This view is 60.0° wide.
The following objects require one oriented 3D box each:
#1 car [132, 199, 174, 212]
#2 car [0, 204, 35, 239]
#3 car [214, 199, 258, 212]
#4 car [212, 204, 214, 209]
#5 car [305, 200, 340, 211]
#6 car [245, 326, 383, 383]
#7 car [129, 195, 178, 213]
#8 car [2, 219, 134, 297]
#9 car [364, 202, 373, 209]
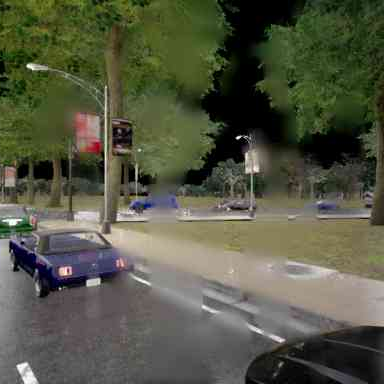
[{"bbox_3d":[-4.879,1.622,41.432,4.902,1.511,2.128,0,0,-14],"label":"car"},{"bbox_3d":[-8.915,1.352,15.824,2.097,1.767,4.553,0,0,-38],"label":"car"},{"bbox_3d":[5.654,1.680,40.782,4.902,1.511,2.128,0,0,-14],"label":"car"},{"bbox_3d":[4.905,1.714,43.943,4.674,1.442,1.812,0,0,-14],"label":"car"},{"bbox_3d":[17.168,1.787,43.727,4.674,1.442,1.812,0,0,-14],"label":"car"},{"bbox_3d":[2.357,1.478,1.241,1.882,1.535,5.008,0,0,-38],"label":"car"},{"bbox_3d":[-4.364,1.352,38.212,5.566,2.045,2.150,0,0,-14],"label":"car"},{"bbox_3d":[-3.420,1.601,8.710,1.895,1.301,4.718,0,0,-38],"label":"car"},{"bbox_3d":[28.040,1.907,49.791,4.181,1.385,1.994,1,0,-14],"label":"car"}]
